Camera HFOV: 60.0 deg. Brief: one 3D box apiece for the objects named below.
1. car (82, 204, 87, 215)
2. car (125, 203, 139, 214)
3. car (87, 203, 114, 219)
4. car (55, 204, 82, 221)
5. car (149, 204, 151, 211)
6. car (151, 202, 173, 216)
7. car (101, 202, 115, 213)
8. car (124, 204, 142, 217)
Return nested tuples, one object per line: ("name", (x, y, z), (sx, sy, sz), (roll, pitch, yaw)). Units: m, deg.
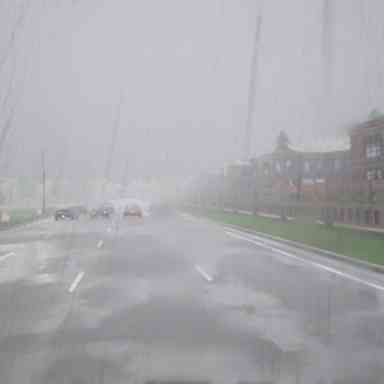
("car", (-15.548, 2.423, 46.470), (1.837, 1.490, 4.892), (-2, 0, -11))
("car", (-8.687, 2.304, 47.861), (1.895, 1.301, 4.718), (-2, 0, -11))
("car", (-10.206, 2.262, 37.317), (1.895, 1.301, 4.718), (-2, -1, -10))
("car", (-13.564, 2.268, 36.219), (1.837, 1.490, 4.892), (-2, -1, -10))
("car", (-5.231, 2.141, 48.402), (2.033, 1.411, 5.357), (-2, -1, -11))
("car", (-3.336, 1.951, 38.621), (1.837, 1.490, 4.892), (-2, -1, -10))
("car", (-12.118, 2.161, 47.138), (2.097, 1.767, 4.553), (-2, -1, -11))
("car", (-6.764, 2.117, 37.947), (1.994, 1.385, 4.181), (-2, -1, -10))
